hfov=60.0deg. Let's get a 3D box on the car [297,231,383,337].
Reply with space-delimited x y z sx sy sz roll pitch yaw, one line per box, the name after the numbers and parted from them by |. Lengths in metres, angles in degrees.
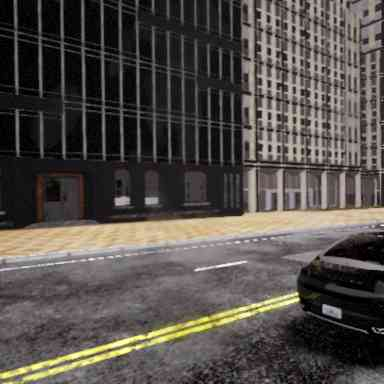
4.037 1.518 6.318 4.892 1.490 1.837 0 0 -35 | car
